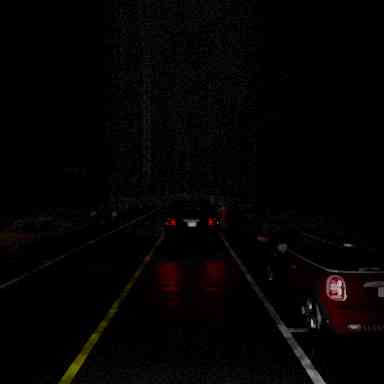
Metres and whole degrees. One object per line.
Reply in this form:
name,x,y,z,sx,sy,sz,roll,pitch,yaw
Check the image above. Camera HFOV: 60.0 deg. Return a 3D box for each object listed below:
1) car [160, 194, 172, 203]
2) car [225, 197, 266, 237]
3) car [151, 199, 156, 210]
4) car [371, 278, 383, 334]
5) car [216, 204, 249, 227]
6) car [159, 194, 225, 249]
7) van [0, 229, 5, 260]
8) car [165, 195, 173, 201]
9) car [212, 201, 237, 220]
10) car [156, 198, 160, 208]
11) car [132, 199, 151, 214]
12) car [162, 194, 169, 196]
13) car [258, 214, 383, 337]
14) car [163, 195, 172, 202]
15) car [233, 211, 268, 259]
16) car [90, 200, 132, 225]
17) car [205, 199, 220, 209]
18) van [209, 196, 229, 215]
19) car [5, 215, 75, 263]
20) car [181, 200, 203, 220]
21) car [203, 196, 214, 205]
car,-5.760,1.346,73.838,2.192,1.841,5.009,0,0,0
car,2.766,1.317,17.835,2.192,1.841,5.009,0,0,0
car,-5.760,1.593,40.227,1.802,1.307,4.206,0,0,0
car,2.765,1.550,1.028,2.008,1.369,4.403,0,0,0
car,2.765,1.586,23.437,1.802,1.307,4.206,0,0,0
car,0.000,1.260,14.680,2.150,2.045,5.566,0,0,0
van,-5.759,1.340,6.617,1.690,1.788,3.998,0,0,0
car,-5.760,1.564,84.871,1.752,1.417,4.829,0,0,0
car,2.765,1.532,29.209,1.752,1.417,4.829,0,0,0
car,-5.760,1.580,45.829,1.947,1.339,4.313,0,0,0
car,-5.760,1.449,34.626,1.967,1.590,4.097,0,0,0
car,-5.760,1.572,68.236,1.887,1.381,4.507,0,0,0
car,2.765,1.440,6.631,1.967,1.590,4.097,0,0,0
car,-5.760,1.560,79.270,1.752,1.417,4.829,0,0,0
car,2.765,1.583,12.233,1.802,1.307,4.206,0,0,0
car,-5.760,1.444,23.423,1.967,1.590,4.097,0,0,0
car,2.765,1.596,45.846,1.802,1.307,4.206,0,0,0
van,2.765,1.350,34.641,1.690,1.788,3.998,0,0,0
car,-5.760,1.526,12.048,1.752,1.417,4.829,0,0,0
car,0.000,1.524,29.650,1.837,1.490,4.892,0,0,0
car,3.000,1.478,60.467,1.801,1.575,5.366,0,0,0
